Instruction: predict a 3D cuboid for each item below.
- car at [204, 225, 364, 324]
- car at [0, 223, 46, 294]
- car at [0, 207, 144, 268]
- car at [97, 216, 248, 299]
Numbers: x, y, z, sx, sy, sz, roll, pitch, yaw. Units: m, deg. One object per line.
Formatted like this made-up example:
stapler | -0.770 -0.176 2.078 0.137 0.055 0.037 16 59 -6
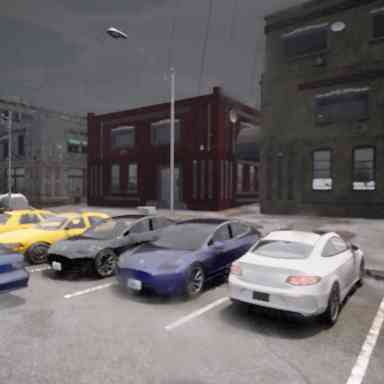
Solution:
car | 2.436 1.508 7.212 2.002 1.452 4.674 0 0 35
car | -5.809 1.497 7.512 5.357 1.411 2.033 0 0 35
car | -4.377 1.420 11.840 1.946 1.575 5.366 0 0 35
car | 0.204 1.481 8.769 2.163 1.488 4.792 0 0 35
